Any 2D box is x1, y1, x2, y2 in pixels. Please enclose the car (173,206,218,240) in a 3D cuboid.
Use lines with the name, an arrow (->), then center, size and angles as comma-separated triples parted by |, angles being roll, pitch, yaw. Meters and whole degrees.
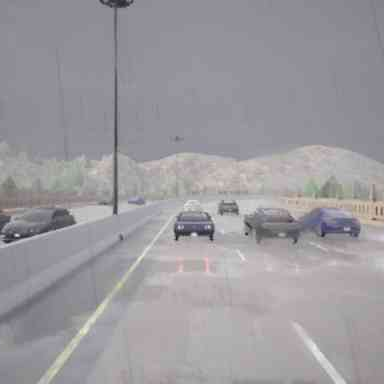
car -> 0.096, 1.602, 17.047 | 1.895, 1.301, 4.718 | 0, 0, 0

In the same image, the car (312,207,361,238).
car -> 7.096, 1.527, 17.526 | 1.812, 1.442, 4.674 | 0, 0, 0

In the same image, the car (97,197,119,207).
car -> -13.363, 1.552, 53.237 | 2.033, 1.411, 5.357 | 0, 0, 6

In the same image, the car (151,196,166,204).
car -> -5.704, 1.495, 57.585 | 2.128, 1.511, 4.902 | 0, 0, 9

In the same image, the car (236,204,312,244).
car -> 3.596, 1.493, 15.697 | 2.128, 1.511, 4.902 | 0, 0, 0

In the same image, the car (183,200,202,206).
car -> 0.078, 1.528, 34.881 | 1.812, 1.442, 4.674 | 0, 0, 0

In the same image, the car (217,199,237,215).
car -> 3.594, 1.494, 33.665 | 2.128, 1.511, 4.902 | 0, 0, 0

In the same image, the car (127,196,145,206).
car -> -9.441, 1.482, 56.390 | 1.882, 1.535, 5.008 | 0, 0, 9

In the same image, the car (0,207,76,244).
car -> -7.104, 1.507, 15.940 | 1.837, 1.490, 4.892 | 0, 0, 0
